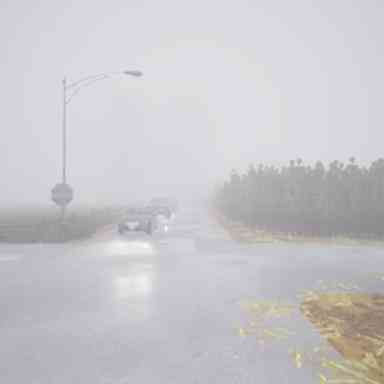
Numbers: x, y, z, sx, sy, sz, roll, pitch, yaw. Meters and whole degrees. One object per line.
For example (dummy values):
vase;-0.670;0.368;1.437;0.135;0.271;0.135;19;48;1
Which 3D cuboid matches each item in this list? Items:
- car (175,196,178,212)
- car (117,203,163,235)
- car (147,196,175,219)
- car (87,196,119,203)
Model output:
car;-3.120;1.569;45.314;2.150;2.045;5.566;0;0;3
car;-3.189;1.661;20.209;2.128;1.511;4.902;0;-1;0
car;-3.181;1.515;33.235;2.150;2.045;5.566;0;-1;0
car;-16.222;1.939;62.061;5.357;1.411;2.033;0;0;0
